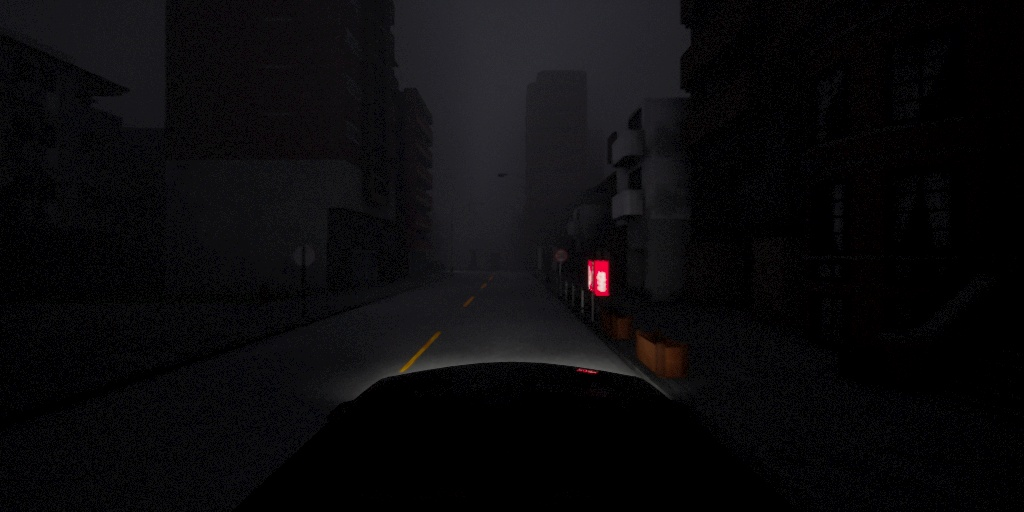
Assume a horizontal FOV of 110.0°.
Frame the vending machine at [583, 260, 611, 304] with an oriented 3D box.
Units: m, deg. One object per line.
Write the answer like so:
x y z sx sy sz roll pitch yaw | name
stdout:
4.295 1.166 17.722 1.100 2.100 0.880 0 0 0 | vending machine

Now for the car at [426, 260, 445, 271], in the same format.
-11.118 1.259 46.206 4.892 1.490 1.837 -1 0 6 | car
